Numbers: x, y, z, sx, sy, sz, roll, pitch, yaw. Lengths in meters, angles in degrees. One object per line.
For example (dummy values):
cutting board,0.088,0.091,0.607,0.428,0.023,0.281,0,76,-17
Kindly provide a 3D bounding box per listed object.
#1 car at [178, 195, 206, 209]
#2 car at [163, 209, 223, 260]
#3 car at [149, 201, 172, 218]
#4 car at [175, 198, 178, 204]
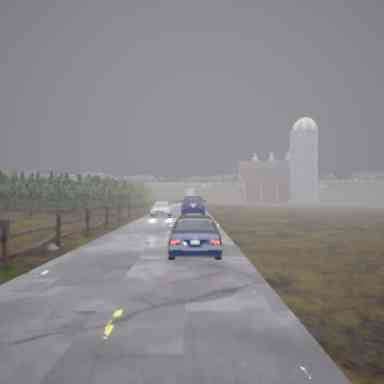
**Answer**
car,0.104,1.330,31.343,2.150,2.045,5.566,0,0,0
car,0.099,1.569,12.529,2.033,1.411,5.357,0,0,0
car,-2.835,1.634,31.358,1.812,1.442,4.674,0,0,0
car,-2.737,1.961,72.836,2.033,1.411,5.357,0,-1,0
